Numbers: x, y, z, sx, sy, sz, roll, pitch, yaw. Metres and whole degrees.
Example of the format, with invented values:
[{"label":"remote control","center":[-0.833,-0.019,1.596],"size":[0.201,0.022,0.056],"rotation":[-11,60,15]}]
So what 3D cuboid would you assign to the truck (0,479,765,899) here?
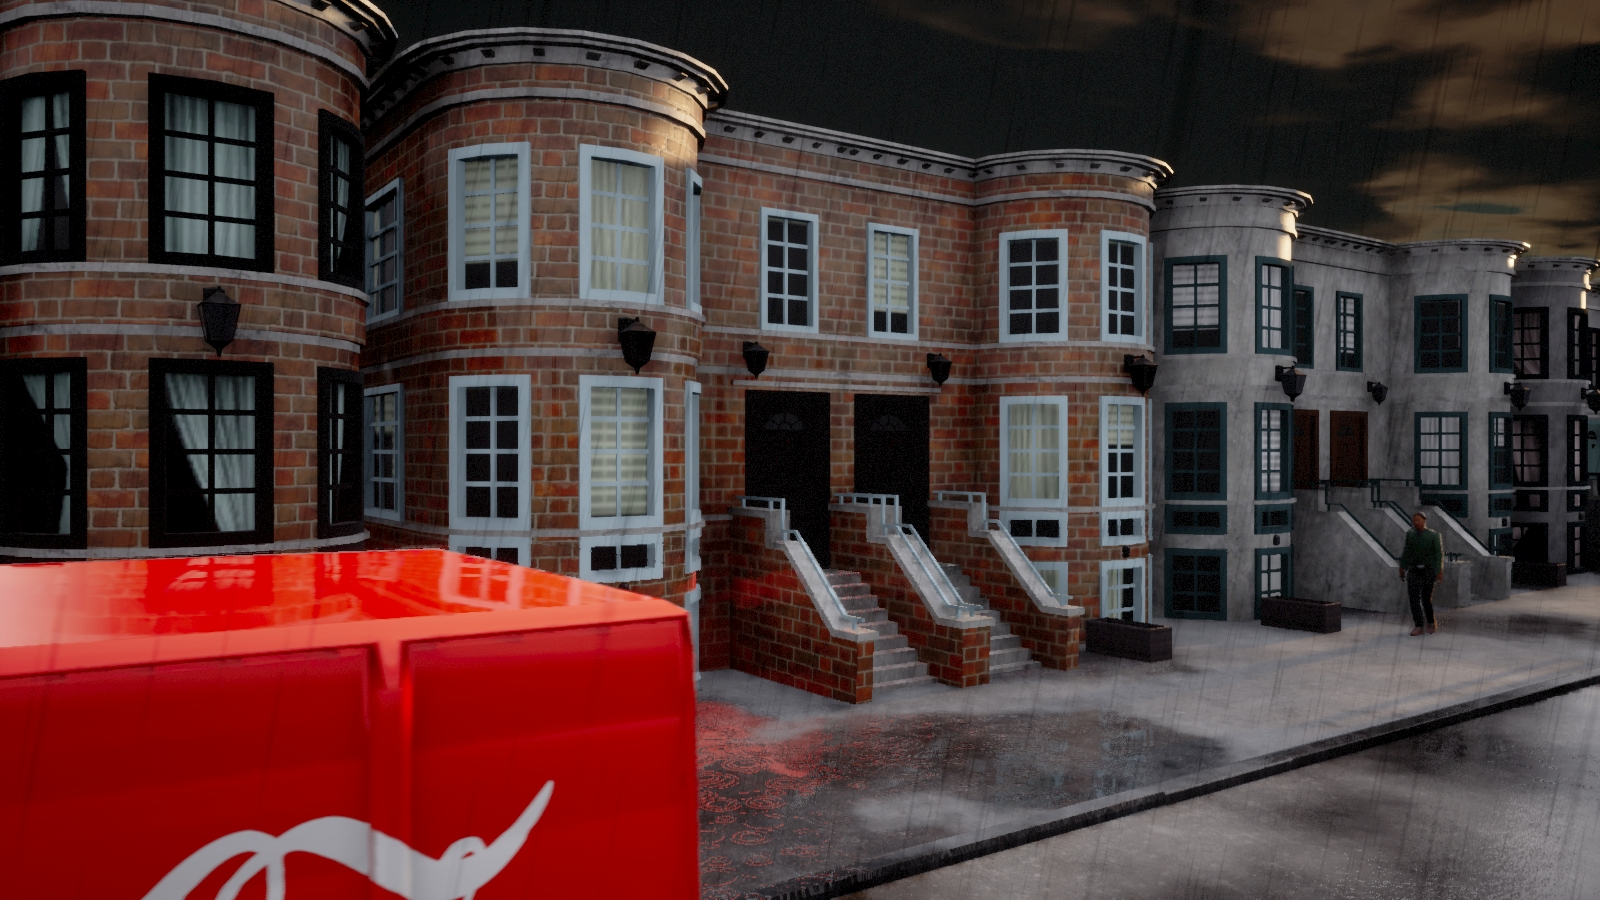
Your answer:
[{"label":"truck","center":[-2.972,1.351,2.321],"size":[5.204,2.467,2.627],"rotation":[0,0,-35]}]

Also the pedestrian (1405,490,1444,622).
[{"label":"pedestrian","center":[9.059,1.519,16.579],"size":[0.375,1.860,0.375],"rotation":[0,0,-38]}]
